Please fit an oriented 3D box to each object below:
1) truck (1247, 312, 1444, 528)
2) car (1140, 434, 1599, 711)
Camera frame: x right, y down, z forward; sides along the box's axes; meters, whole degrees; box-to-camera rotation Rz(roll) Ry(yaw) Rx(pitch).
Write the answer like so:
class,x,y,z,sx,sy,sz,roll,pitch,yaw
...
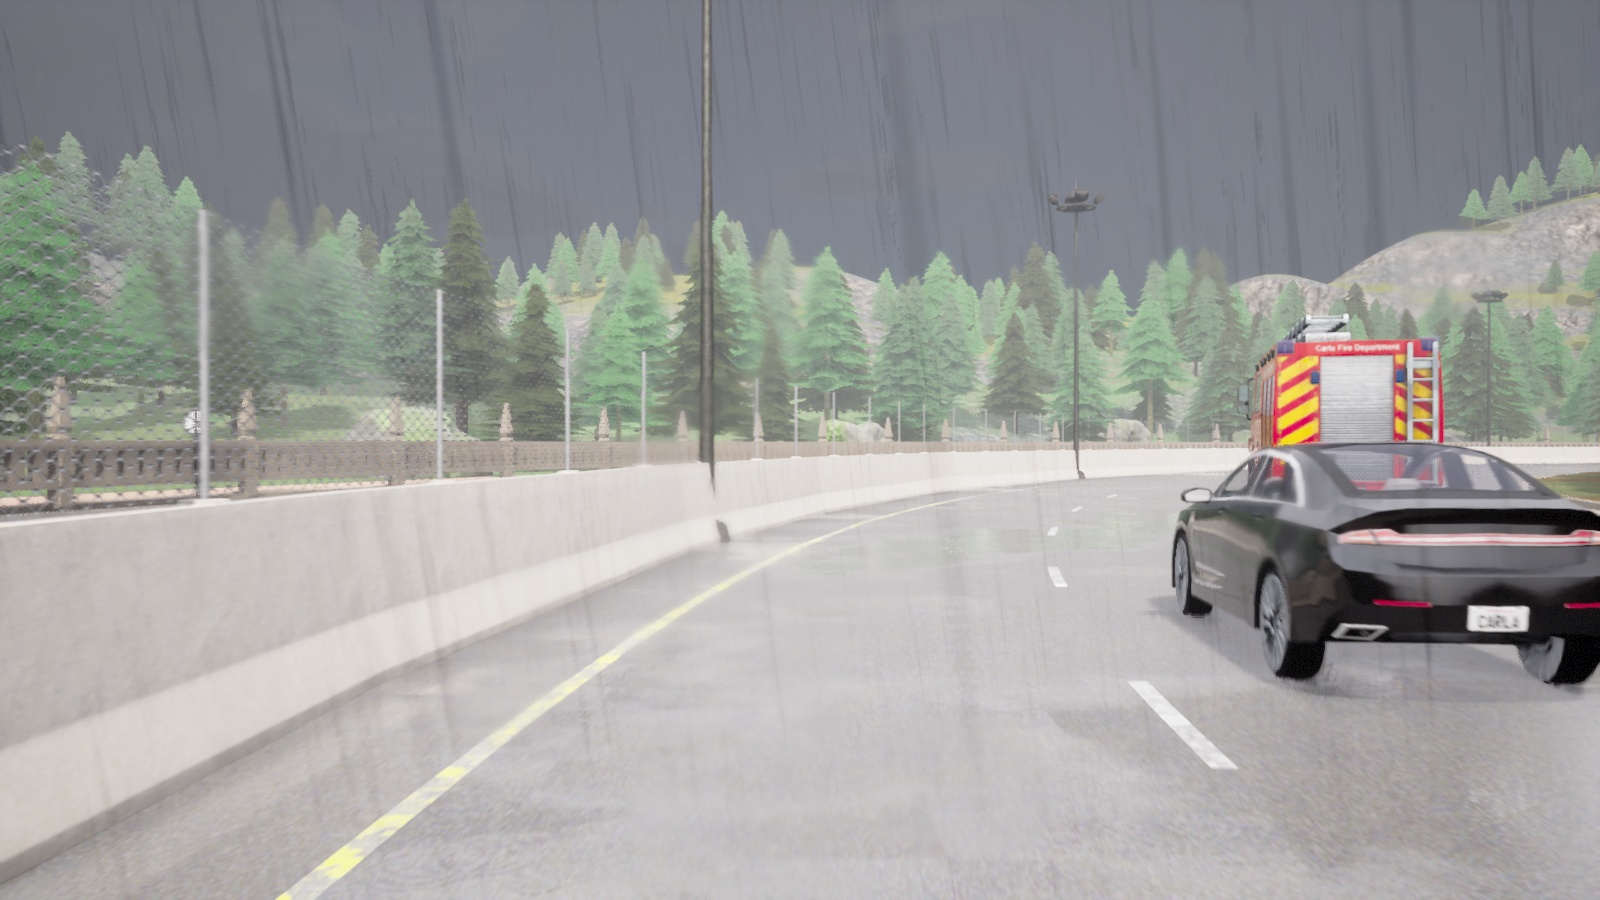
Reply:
class,x,y,z,sx,sy,sz,roll,pitch,yaw
truck,11.244,-0.556,26.691,2.891,3.827,8.468,0,0,17
car,4.030,0.654,9.348,2.128,1.511,4.902,0,0,6
